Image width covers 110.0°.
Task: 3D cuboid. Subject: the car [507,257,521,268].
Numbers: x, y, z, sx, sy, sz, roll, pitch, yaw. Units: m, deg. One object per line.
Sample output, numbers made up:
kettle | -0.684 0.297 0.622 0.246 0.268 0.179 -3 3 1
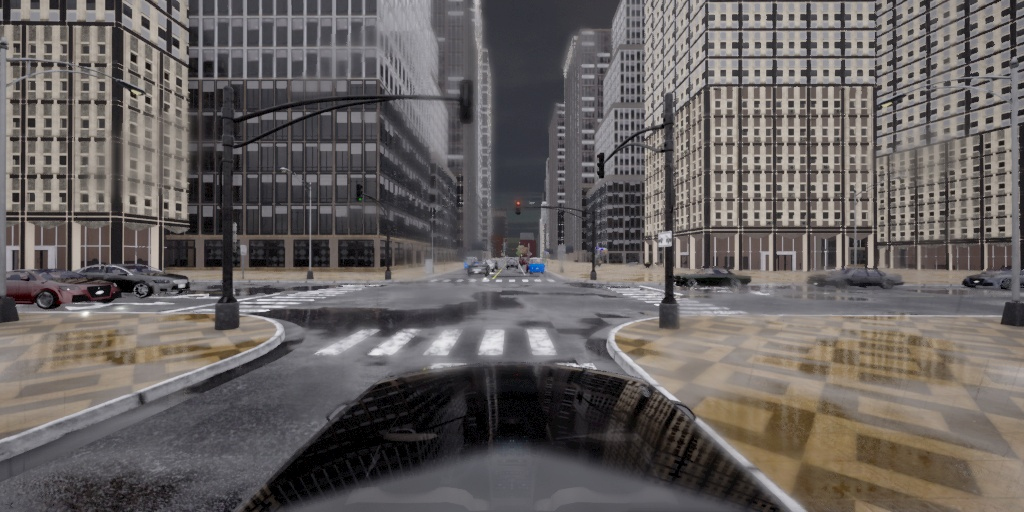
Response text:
car | 0.065 1.296 60.466 2.033 1.411 5.357 0 0 0

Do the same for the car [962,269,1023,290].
car | 33.577 1.574 24.406 4.181 1.385 1.994 0 0 -1

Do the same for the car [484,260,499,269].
car | -3.145 1.297 56.448 2.033 1.411 5.357 0 0 0

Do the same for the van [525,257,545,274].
van | 2.687 1.090 39.808 1.690 1.789 3.998 0 0 0

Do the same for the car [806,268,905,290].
car | 23.103 1.492 24.175 5.357 1.411 2.033 0 0 -1

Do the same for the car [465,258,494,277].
car | -3.231 1.241 35.641 2.128 1.511 4.902 0 0 0

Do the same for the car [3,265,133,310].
car | -17.424 1.169 13.382 4.181 1.385 1.994 0 0 -1

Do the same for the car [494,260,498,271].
car | -3.191 1.275 45.816 1.812 1.442 4.674 0 0 0

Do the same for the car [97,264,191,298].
car | -17.809 1.108 16.625 4.902 1.511 2.128 0 0 -1

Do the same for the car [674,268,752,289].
car | 13.102 1.480 23.967 4.718 1.301 1.895 0 0 -1

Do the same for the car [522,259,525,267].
car | 2.618 1.295 45.346 1.888 1.381 4.507 0 0 0
